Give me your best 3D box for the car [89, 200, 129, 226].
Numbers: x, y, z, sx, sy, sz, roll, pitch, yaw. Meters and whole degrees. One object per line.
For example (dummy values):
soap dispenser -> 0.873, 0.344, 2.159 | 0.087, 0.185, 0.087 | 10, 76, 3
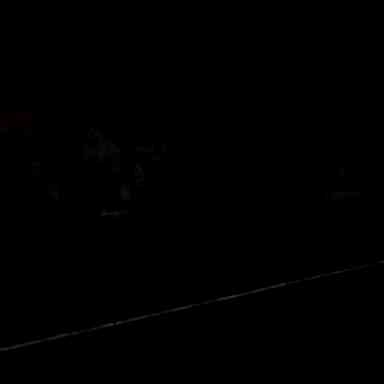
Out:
car -> -5.428, 1.249, 20.743 | 1.970, 1.475, 3.806 | 1, 0, -35
